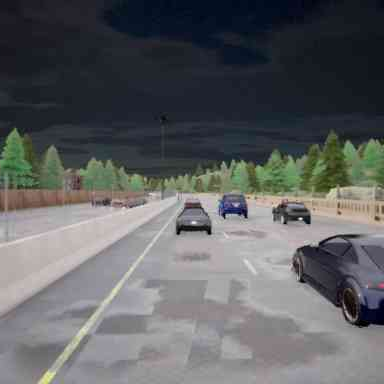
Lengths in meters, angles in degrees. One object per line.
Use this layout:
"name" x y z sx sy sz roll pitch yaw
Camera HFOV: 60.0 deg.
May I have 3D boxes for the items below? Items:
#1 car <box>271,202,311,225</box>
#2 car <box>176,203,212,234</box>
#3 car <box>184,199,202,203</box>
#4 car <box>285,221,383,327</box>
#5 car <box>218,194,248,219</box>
"car" 7.107 1.505 24.177 1.837 1.490 4.892 0 0 0
"car" 0.102 1.565 19.310 1.994 1.385 4.181 0 0 0
"car" 0.108 1.478 36.933 1.882 1.535 5.008 0 0 0
"car" 3.598 1.564 7.019 1.994 1.385 4.181 0 0 0
"car" 3.608 1.223 29.722 2.150 2.045 5.566 0 0 0
